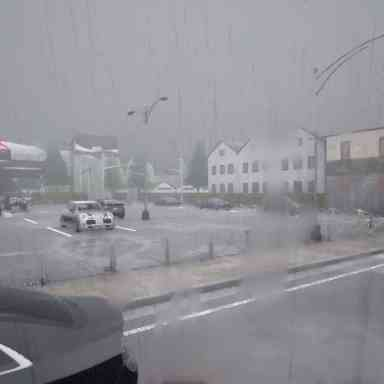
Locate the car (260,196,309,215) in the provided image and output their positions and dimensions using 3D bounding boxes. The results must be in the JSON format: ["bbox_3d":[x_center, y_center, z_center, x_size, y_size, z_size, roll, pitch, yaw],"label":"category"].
[{"bbox_3d":[8.475,1.176,30.615,2.097,1.767,4.553,0,0,-35],"label":"car"}]

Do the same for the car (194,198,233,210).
[{"bbox_3d":[2.427,1.371,39.104,2.033,1.411,5.357,0,0,-35],"label":"car"}]

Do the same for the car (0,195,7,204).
[{"bbox_3d":[-39.486,1.495,65.901,4.611,1.667,2.242,0,0,-36],"label":"car"}]

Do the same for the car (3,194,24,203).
[{"bbox_3d":[-39.260,1.328,73.030,3.866,1.878,1.905,0,0,-36],"label":"car"}]

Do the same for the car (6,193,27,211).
[{"bbox_3d":[-20.120,1.092,37.950,1.905,1.878,3.866,0,0,-36],"label":"car"}]

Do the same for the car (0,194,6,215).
[{"bbox_3d":[-18.207,1.113,29.640,1.932,1.855,4.605,0,0,-36],"label":"car"}]

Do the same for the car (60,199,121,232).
[{"bbox_3d":[-5.603,1.248,17.685,1.970,1.475,3.806,0,0,-36],"label":"car"}]

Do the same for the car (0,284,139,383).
[{"bbox_3d":[-2.735,1.505,2.037,4.892,1.490,1.837,0,0,-36],"label":"car"}]

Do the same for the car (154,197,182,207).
[{"bbox_3d":[-3.561,1.370,47.580,2.033,1.411,5.357,0,0,-35],"label":"car"}]

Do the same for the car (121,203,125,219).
[{"bbox_3d":[-6.733,1.313,25.548,2.007,1.523,4.514,0,0,-36],"label":"car"}]
